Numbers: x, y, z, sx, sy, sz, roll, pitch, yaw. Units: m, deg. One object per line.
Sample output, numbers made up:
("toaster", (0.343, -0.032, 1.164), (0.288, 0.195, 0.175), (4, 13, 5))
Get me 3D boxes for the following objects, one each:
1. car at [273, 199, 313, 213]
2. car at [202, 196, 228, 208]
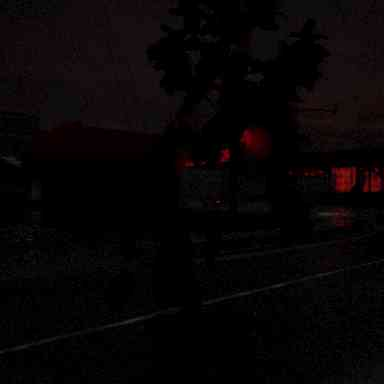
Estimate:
("car", (11.918, 1.579, 39.312), (1.882, 1.535, 5.008), (0, 0, -34))
("car", (3.576, 1.521, 51.854), (2.097, 1.767, 4.553), (0, 0, -34))
